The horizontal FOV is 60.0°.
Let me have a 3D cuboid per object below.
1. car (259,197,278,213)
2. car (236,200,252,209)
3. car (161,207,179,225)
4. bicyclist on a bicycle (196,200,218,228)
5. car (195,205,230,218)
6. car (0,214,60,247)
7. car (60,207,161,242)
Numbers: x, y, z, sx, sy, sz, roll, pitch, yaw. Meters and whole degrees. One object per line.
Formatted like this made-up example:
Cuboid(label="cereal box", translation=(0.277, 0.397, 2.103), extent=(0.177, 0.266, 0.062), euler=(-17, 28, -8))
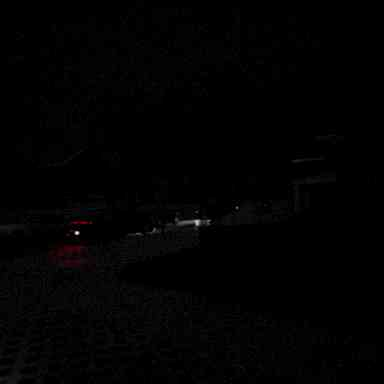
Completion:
Cuboid(label="car", translation=(10.043, 1.676, 42.252), extent=(2.150, 2.045, 5.566), euler=(-3, -2, 29))
Cuboid(label="car", translation=(7.284, 1.917, 43.121), extent=(2.097, 1.767, 4.553), euler=(-3, -2, 29))
Cuboid(label="car", translation=(-2.697, 1.849, 24.892), extent=(1.994, 1.385, 4.181), euler=(-3, -2, 28))
Cuboid(label="bicyclist on a bicycle", translation=(0.961, 1.299, 19.389), extent=(1.656, 1.620, 0.582), euler=(-3, -2, 29))
Cuboid(label="car", translation=(2.139, 2.018, 33.745), extent=(1.895, 1.301, 4.718), euler=(-3, -2, 29))
Cuboid(label="car", translation=(-7.551, 1.757, 16.068), extent=(1.895, 1.301, 4.718), euler=(-3, -2, 30))
Cuboid(label="car", translation=(-3.877, 1.569, 16.781), extent=(1.837, 1.490, 4.892), euler=(-3, -2, 29))
